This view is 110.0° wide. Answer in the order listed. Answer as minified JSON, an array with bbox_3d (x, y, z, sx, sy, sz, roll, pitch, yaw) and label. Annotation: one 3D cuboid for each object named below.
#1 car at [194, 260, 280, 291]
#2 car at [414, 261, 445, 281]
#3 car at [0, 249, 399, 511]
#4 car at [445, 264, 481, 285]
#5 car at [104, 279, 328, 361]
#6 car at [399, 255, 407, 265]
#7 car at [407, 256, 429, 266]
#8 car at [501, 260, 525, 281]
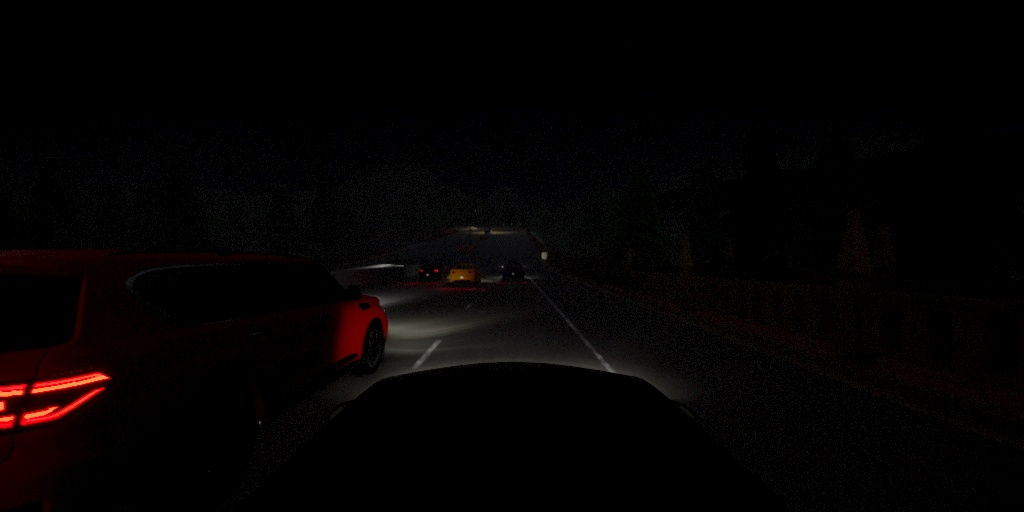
[{"bbox_3d":[-17.602,1.176,23.332,2.097,1.767,4.553,0,0,0],"label":"car"},{"bbox_3d":[-6.910,1.377,31.674,1.812,1.442,4.674,0,0,0],"label":"car"},{"bbox_3d":[-3.401,0.981,4.402,2.150,2.045,5.566,0,-1,0],"label":"car"},{"bbox_3d":[-3.408,1.313,26.809,1.882,1.535,5.008,0,-1,0],"label":"car"},{"bbox_3d":[-6.902,1.379,9.259,1.895,1.301,4.718,0,0,0],"label":"car"},{"bbox_3d":[-17.534,0.650,61.988,2.033,1.411,5.357,0,4,0],"label":"car"},{"bbox_3d":[-14.073,1.029,55.249,2.128,1.511,4.902,0,3,0],"label":"car"},{"bbox_3d":[0.091,1.329,31.748,1.882,1.535,5.008,0,-1,0],"label":"car"}]
